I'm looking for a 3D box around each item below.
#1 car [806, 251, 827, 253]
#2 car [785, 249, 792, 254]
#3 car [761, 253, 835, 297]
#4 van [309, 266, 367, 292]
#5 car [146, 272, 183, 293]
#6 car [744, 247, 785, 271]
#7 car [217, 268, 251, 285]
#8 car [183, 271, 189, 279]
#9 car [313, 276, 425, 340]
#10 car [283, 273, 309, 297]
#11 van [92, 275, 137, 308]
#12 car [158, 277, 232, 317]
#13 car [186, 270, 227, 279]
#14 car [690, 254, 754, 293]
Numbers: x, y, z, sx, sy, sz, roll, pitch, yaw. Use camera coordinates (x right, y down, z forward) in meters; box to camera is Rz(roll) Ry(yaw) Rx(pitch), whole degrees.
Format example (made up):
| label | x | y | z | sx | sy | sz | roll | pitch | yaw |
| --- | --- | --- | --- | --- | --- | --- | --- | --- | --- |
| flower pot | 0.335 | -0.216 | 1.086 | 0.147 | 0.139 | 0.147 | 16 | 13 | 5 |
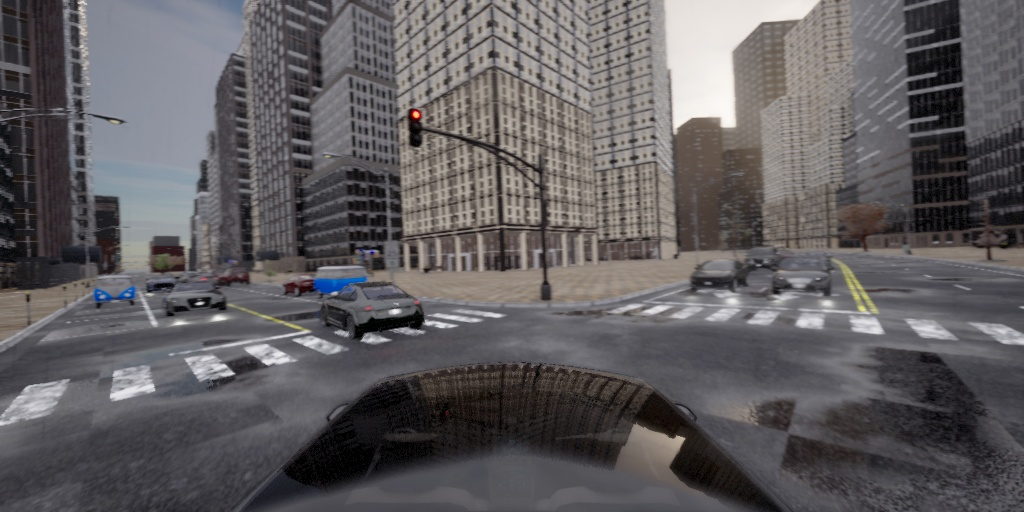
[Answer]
| label | x | y | z | sx | sy | sz | roll | pitch | yaw |
| --- | --- | --- | --- | --- | --- | --- | --- | --- | --- |
| car | 25.779 | 0.349 | 30.354 | 2.128 | 1.511 | 4.902 | -3 | 0 | 42 |
| car | 32.950 | 0.003 | 43.554 | 2.097 | 1.767 | 4.553 | -3 | 0 | 39 |
| car | 12.525 | 0.810 | 15.467 | 2.128 | 1.511 | 4.902 | -3 | 0 | 42 |
| van | -9.455 | 1.450 | 19.777 | 3.998 | 1.789 | 1.690 | 0 | 0 | 43 |
| car | -32.129 | 2.382 | 32.987 | 4.553 | 1.767 | 2.097 | -2 | 0 | 44 |
| car | 20.604 | 0.284 | 29.435 | 2.150 | 2.045 | 5.566 | -3 | 0 | 41 |
| car | -29.718 | 2.233 | 38.635 | 5.009 | 1.841 | 2.192 | 0 | 0 | 43 |
| car | -37.881 | 2.743 | 42.576 | 4.902 | 1.511 | 2.128 | -2 | 0 | 43 |
| car | -4.349 | 1.478 | 10.893 | 1.994 | 1.385 | 4.181 | -2 | 0 | -40 |
| car | -13.554 | 1.819 | 23.499 | 4.507 | 1.381 | 1.888 | 0 | 0 | 43 |
| van | -23.331 | 2.030 | 21.155 | 3.998 | 1.789 | 1.690 | 0 | 0 | 43 |
| car | -14.784 | 1.903 | 16.655 | 4.181 | 1.385 | 1.994 | -2 | 0 | 43 |
| car | -30.345 | 2.443 | 35.566 | 4.902 | 1.511 | 2.128 | -2 | 0 | 44 |
| car | 10.550 | 0.894 | 18.132 | 1.882 | 1.535 | 5.008 | -3 | 0 | 42 |
